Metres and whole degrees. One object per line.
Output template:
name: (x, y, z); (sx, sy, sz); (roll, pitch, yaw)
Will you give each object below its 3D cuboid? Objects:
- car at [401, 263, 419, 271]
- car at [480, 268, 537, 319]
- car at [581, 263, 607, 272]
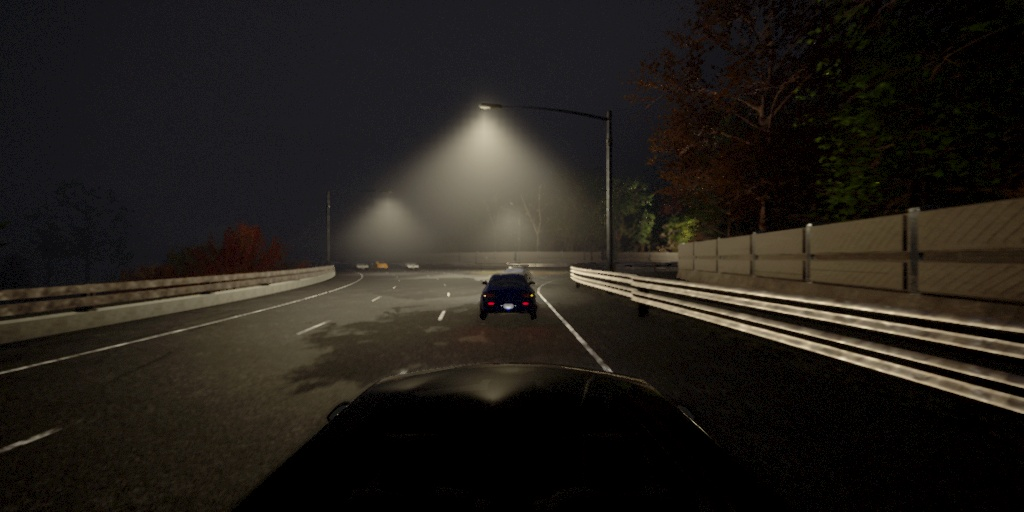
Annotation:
car: (-17.281, 1.782, 60.286); (1.895, 1.301, 4.718); (0, 0, -32)
car: (-0.134, 1.353, 13.076); (1.812, 1.442, 4.674); (0, 0, -1)
car: (10.591, 1.580, 46.204); (2.033, 1.411, 5.357); (-1, -1, 44)
